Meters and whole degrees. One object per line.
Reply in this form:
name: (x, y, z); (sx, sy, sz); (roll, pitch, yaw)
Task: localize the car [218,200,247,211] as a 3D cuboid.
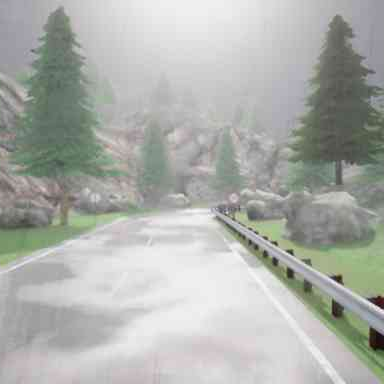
car: (5.116, 1.610, 40.595); (1.994, 1.385, 4.181); (0, 0, 45)
